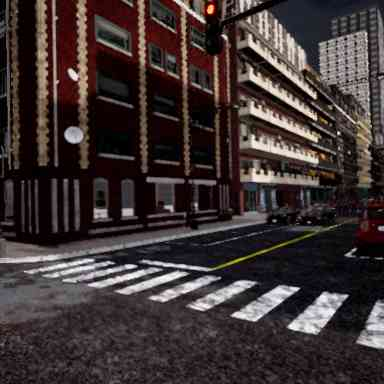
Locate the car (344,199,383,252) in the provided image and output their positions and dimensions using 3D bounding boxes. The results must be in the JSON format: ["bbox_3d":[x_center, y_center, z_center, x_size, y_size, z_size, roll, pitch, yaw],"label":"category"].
[{"bbox_3d":[7.899,1.339,13.286,2.192,1.841,5.009,-2,-1,36],"label":"car"}]

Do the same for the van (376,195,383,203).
[{"bbox_3d":[46.331,1.740,81.308,1.690,1.788,3.998,-2,-1,36],"label":"van"}]

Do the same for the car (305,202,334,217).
[{"bbox_3d":[13.922,1.814,36.065,1.752,1.417,4.829,-2,-1,36],"label":"car"}]

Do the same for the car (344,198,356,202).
[{"bbox_3d":[20.484,1.863,45.222,1.947,1.339,4.313,-2,-1,36],"label":"car"}]

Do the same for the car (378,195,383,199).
[{"bbox_3d":[39.015,1.622,66.478,1.837,1.490,4.892,-2,-1,36],"label":"car"}]

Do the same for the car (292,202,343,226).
[{"bbox_3d":[9.811,1.751,25.709,2.033,1.411,5.357,-2,-1,36],"label":"car"}]

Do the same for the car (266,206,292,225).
[{"bbox_3d":[7.559,1.847,27.181,1.947,1.339,4.313,-2,-1,36],"label":"car"}]

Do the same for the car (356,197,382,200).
[{"bbox_3d":[24.777,1.767,46.595,2.033,1.411,5.357,-2,-1,36],"label":"car"}]

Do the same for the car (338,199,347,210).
[{"bbox_3d":[17.254,1.875,40.713,1.802,1.307,4.206,-2,-1,36],"label":"car"}]
